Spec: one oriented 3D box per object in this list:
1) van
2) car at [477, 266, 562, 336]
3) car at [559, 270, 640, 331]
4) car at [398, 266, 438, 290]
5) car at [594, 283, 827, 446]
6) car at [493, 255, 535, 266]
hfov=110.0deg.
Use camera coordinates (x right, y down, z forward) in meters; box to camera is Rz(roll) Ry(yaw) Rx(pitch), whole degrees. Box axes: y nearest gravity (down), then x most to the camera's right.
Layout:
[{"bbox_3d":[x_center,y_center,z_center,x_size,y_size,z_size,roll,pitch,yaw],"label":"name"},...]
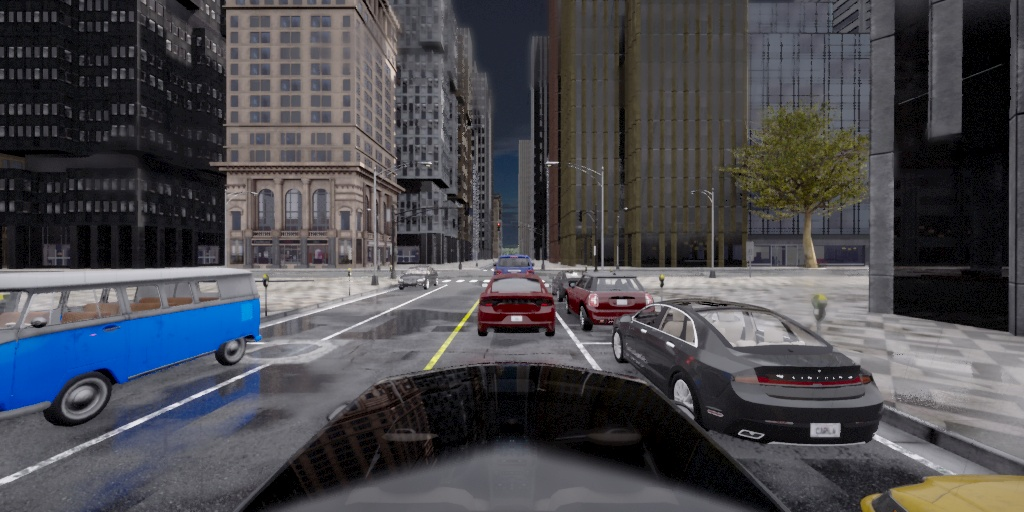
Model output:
[{"bbox_3d":[-5.755,1.090,5.362,1.690,1.789,3.998,0,0,0],"label":"van"},{"bbox_3d":[0.109,1.226,10.375,1.882,1.535,5.008,0,0,0],"label":"car"},{"bbox_3d":[2.781,1.188,10.989,1.967,1.591,4.097,0,0,0],"label":"car"},{"bbox_3d":[-5.724,1.296,22.285,2.007,1.370,4.403,0,0,0],"label":"car"},{"bbox_3d":[2.770,1.300,5.347,2.007,1.370,4.403,0,0,0],"label":"car"},{"bbox_3d":[0.110,0.967,20.259,2.150,2.045,5.566,0,0,0],"label":"car"}]
